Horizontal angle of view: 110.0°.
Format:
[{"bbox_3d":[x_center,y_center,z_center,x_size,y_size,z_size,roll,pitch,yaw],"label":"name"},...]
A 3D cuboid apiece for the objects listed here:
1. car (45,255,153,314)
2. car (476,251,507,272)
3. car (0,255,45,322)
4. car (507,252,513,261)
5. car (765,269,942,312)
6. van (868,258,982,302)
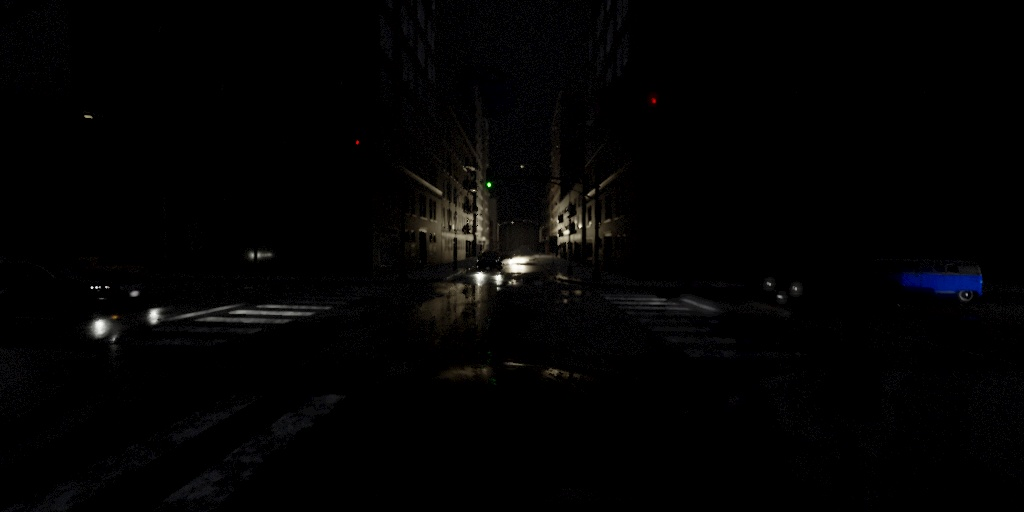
[{"bbox_3d":[-13.897,0.843,10.963,4.902,1.511,2.128,1,2,2],"label":"car"},{"bbox_3d":[-1.876,0.359,31.144,2.097,1.767,4.553,0,1,2],"label":"car"},{"bbox_3d":[-14.698,0.738,8.258,5.009,1.841,2.192,0,0,2],"label":"car"},{"bbox_3d":[-0.904,0.031,57.315,1.895,1.301,4.718,0,1,2],"label":"car"},{"bbox_3d":[12.357,1.270,13.413,4.718,1.301,1.895,1,2,4],"label":"car"},{"bbox_3d":[17.941,1.022,15.838,3.998,1.789,1.690,0,0,2],"label":"van"}]
